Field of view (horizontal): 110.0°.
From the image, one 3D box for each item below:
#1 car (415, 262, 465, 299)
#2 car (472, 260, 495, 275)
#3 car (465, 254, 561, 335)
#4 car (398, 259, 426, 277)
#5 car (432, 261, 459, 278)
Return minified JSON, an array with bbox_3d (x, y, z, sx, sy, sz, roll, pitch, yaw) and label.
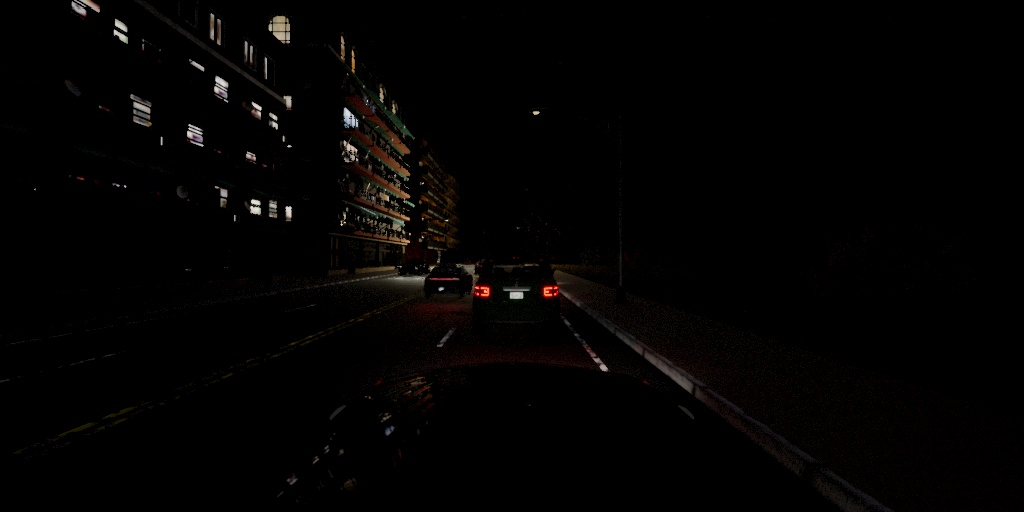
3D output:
[{"bbox_3d":[-3.107,1.243,18.282,2.128,1.511,4.902,0,0,0],"label":"car"},{"bbox_3d":[-3.047,1.244,39.632,2.128,1.511,4.902,0,0,0],"label":"car"},{"bbox_3d":[0.118,0.973,10.673,2.150,2.045,5.566,0,0,0],"label":"car"},{"bbox_3d":[-9.759,1.104,35.704,2.097,1.767,4.553,0,0,0],"label":"car"},{"bbox_3d":[-6.508,1.278,35.510,1.812,1.442,4.674,0,0,0],"label":"car"}]
